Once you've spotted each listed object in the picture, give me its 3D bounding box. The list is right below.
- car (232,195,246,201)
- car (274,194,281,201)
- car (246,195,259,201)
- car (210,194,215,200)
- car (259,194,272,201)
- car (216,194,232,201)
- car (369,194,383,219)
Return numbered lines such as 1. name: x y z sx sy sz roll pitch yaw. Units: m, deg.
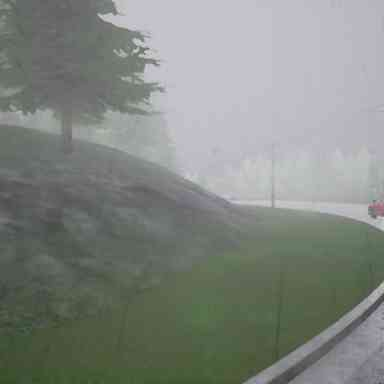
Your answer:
1. car: 11.552 1.635 86.288 2.128 1.511 4.902 0 0 -10
2. car: 21.891 1.382 88.112 2.097 1.767 4.553 0 0 -10
3. car: 15.005 1.678 86.861 1.895 1.301 4.718 0 0 -10
4. car: 6.442 1.433 95.125 2.097 1.767 4.553 0 0 -10
5. car: 18.444 1.407 87.505 2.097 1.767 4.553 0 0 -10
6. car: 8.177 1.686 85.271 1.994 1.385 4.181 0 0 -10
7. car: 15.381 1.164 25.360 2.150 2.045 5.566 0 0 12
